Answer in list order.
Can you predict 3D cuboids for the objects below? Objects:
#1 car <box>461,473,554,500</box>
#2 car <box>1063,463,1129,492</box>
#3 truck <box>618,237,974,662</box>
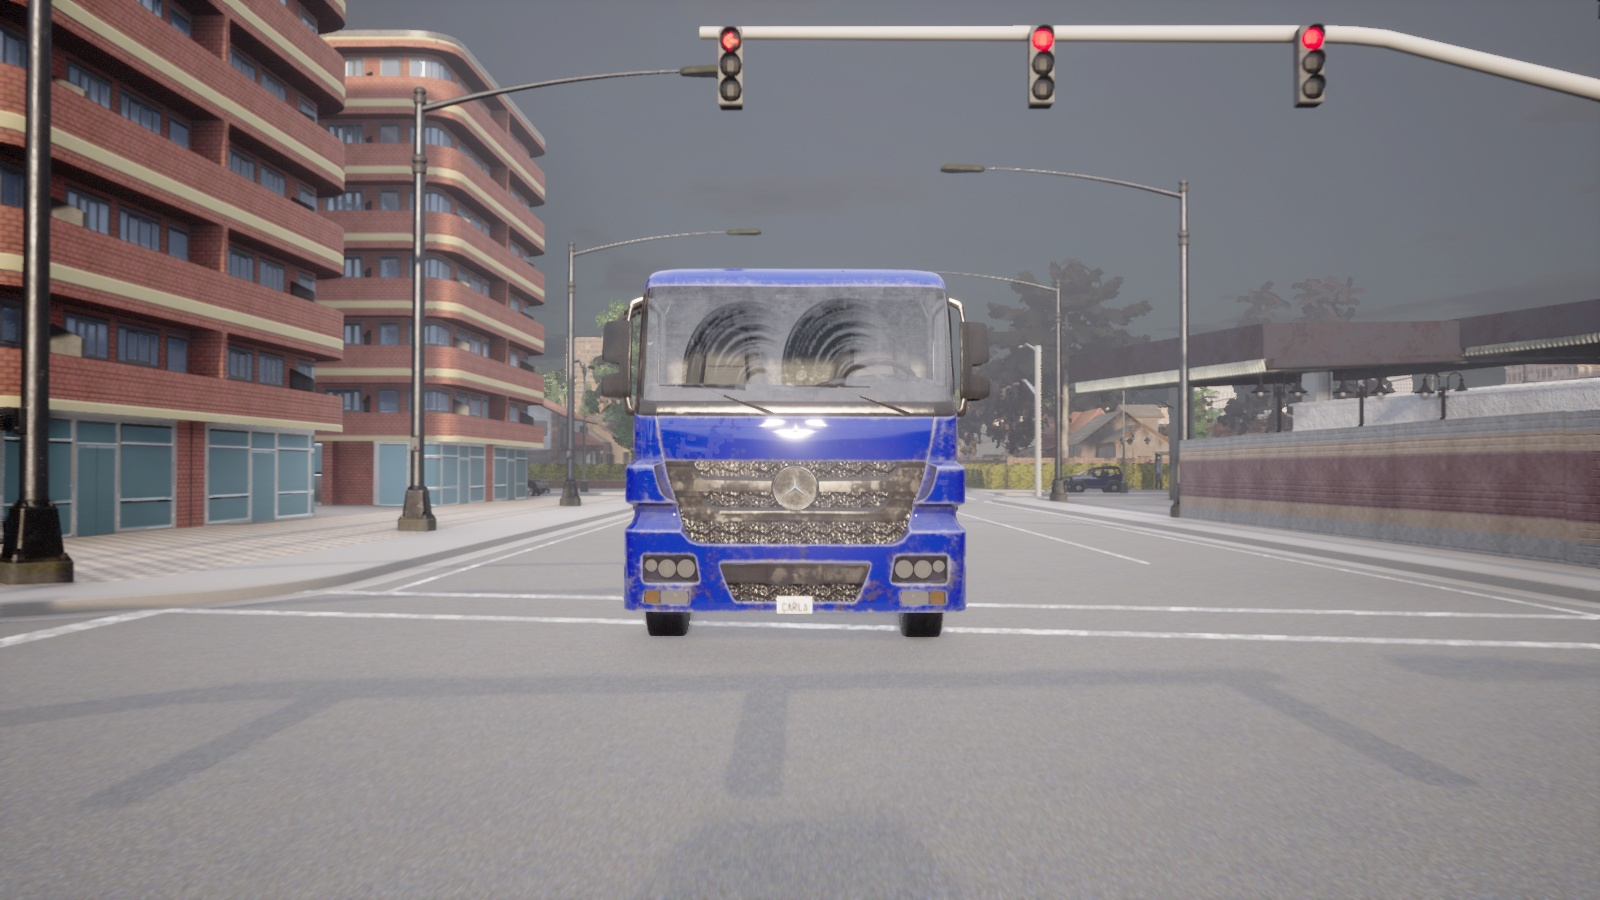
[{"bbox_3d":[-16.753,2.081,71.998,4.892,1.490,1.837,0,-1,2],"label":"car"},{"bbox_3d":[19.492,1.813,82.861,3.866,1.878,1.905,0,-1,1],"label":"car"},{"bbox_3d":[-0.050,0.075,14.221,2.891,3.462,7.936,0,-1,0],"label":"truck"}]
